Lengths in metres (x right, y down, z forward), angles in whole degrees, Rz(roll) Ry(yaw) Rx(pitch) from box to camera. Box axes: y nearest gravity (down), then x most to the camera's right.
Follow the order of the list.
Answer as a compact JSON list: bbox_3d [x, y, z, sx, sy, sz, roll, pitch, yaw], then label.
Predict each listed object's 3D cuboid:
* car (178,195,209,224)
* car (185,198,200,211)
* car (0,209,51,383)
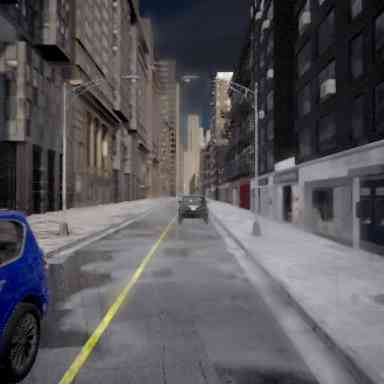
[{"bbox_3d":[0.101,1.239,25.130,2.150,2.045,5.566,0,0,0],"label":"car"},{"bbox_3d":[0.099,1.575,43.411,1.812,1.442,4.674,0,0,0],"label":"car"},{"bbox_3d":[-3.071,1.222,2.501,2.150,2.045,5.566,0,0,0],"label":"car"}]
